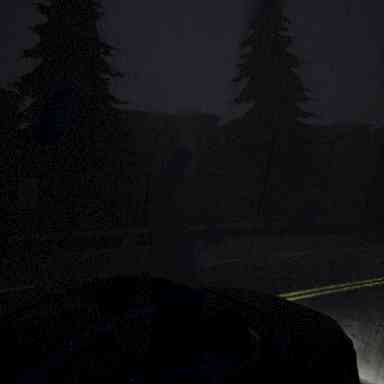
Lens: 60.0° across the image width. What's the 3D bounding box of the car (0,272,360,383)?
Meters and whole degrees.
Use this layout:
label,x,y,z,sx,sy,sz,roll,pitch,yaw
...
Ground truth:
label,x,y,z,sx,sy,sz,roll,pitch,yaw
car,-0.293,1.538,3.199,4.181,1.385,1.994,0,1,-33
